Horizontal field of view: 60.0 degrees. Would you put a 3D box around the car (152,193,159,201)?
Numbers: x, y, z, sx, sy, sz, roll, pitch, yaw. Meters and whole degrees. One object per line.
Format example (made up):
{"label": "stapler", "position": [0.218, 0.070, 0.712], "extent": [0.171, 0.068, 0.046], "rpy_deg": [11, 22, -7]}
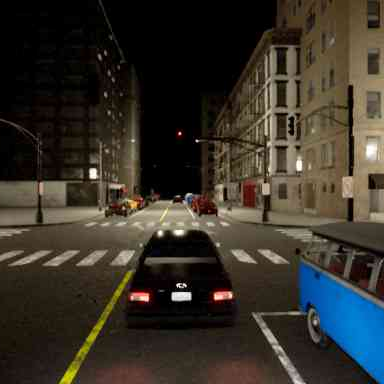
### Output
{"label": "car", "position": [-8.284, 1.505, 68.062], "extent": [1.947, 1.339, 4.313], "rpy_deg": [0, 0, -2]}

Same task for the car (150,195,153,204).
{"label": "car", "position": [-7.582, 1.523, 51.848], "extent": [1.947, 1.339, 4.313], "rpy_deg": [0, 0, -2]}

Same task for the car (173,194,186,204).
{"label": "car", "position": [-2.571, 1.495, 60.650], "extent": [2.033, 1.411, 5.357], "rpy_deg": [0, 0, -2]}

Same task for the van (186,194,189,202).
{"label": "van", "position": [0.435, 1.298, 52.196], "extent": [1.690, 1.788, 3.998], "rpy_deg": [0, 0, -2]}

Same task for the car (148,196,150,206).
{"label": "car", "position": [-7.341, 1.488, 46.274], "extent": [1.752, 1.417, 4.829], "rpy_deg": [0, 0, -2]}

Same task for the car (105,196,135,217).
{"label": "car", "position": [-6.647, 1.417, 30.230], "extent": [1.967, 1.590, 4.097], "rpy_deg": [0, 0, -2]}

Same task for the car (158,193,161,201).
{"label": "car", "position": [-8.518, 1.515, 73.466], "extent": [1.802, 1.307, 4.206], "rpy_deg": [0, 0, -2]}

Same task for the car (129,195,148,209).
{"label": "car", "position": [-7.115, 1.283, 41.039], "extent": [2.192, 1.841, 5.009], "rpy_deg": [0, 0, -2]}

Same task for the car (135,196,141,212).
{"label": "car", "position": [-6.873, 1.498, 35.465], "extent": [1.752, 1.417, 4.829], "rpy_deg": [0, 0, -2]}

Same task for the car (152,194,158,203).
{"label": "car", "position": [-8.050, 1.496, 62.657], "extent": [2.008, 1.369, 4.403], "rpy_deg": [0, 0, -2]}

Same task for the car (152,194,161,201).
{"label": "car", "position": [-8.986, 1.361, 84.275], "extent": [1.967, 1.590, 4.097], "rpy_deg": [0, 0, -2]}

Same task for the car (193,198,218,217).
{"label": "car", "position": [1.371, 1.520, 30.578], "extent": [1.887, 1.381, 4.507], "rpy_deg": [0, 0, -2]}

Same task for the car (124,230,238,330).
{"label": "car", "position": [-0.260, 1.542, 7.278], "extent": [2.033, 1.411, 5.357], "rpy_deg": [0, 0, -2]}

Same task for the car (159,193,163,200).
{"label": "car", "position": [-8.752, 1.242, 78.870], "extent": [2.192, 1.841, 5.009], "rpy_deg": [0, 0, -2]}

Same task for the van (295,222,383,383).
{"label": "van", "position": [2.534, 1.338, 3.722], "extent": [1.690, 1.788, 3.998], "rpy_deg": [0, 0, -2]}

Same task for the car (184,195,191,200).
{"label": "car", "position": [-1.203, 1.459, 90.026], "extent": [1.887, 1.381, 4.507], "rpy_deg": [0, 0, -2]}

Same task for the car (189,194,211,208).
{"label": "car", "position": [1.137, 1.286, 35.982], "extent": [2.192, 1.841, 5.009], "rpy_deg": [0, 0, -2]}

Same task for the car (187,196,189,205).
{"label": "car", "position": [0.669, 1.507, 46.791], "extent": [1.887, 1.381, 4.507], "rpy_deg": [0, 0, -2]}
